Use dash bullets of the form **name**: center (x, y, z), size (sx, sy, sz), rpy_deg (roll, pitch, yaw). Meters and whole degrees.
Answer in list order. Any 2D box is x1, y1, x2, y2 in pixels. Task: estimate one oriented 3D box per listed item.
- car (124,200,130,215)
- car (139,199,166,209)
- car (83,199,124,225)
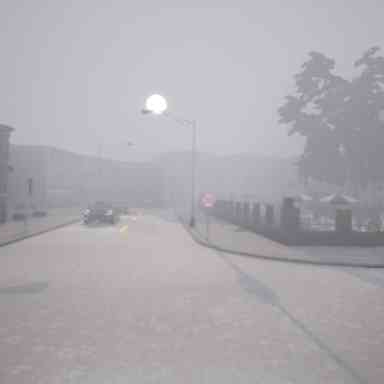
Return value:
- **car**: center (-7.795, 1.672, 36.231), size (1.837, 1.490, 4.892), rpy_deg (1, 0, -6)
- **car**: center (-6.330, 1.839, 53.603), size (1.882, 1.535, 5.008), rpy_deg (0, -1, 40)
- **car**: center (-6.711, 1.441, 25.139), size (2.097, 1.767, 4.553), rpy_deg (1, -1, -5)
